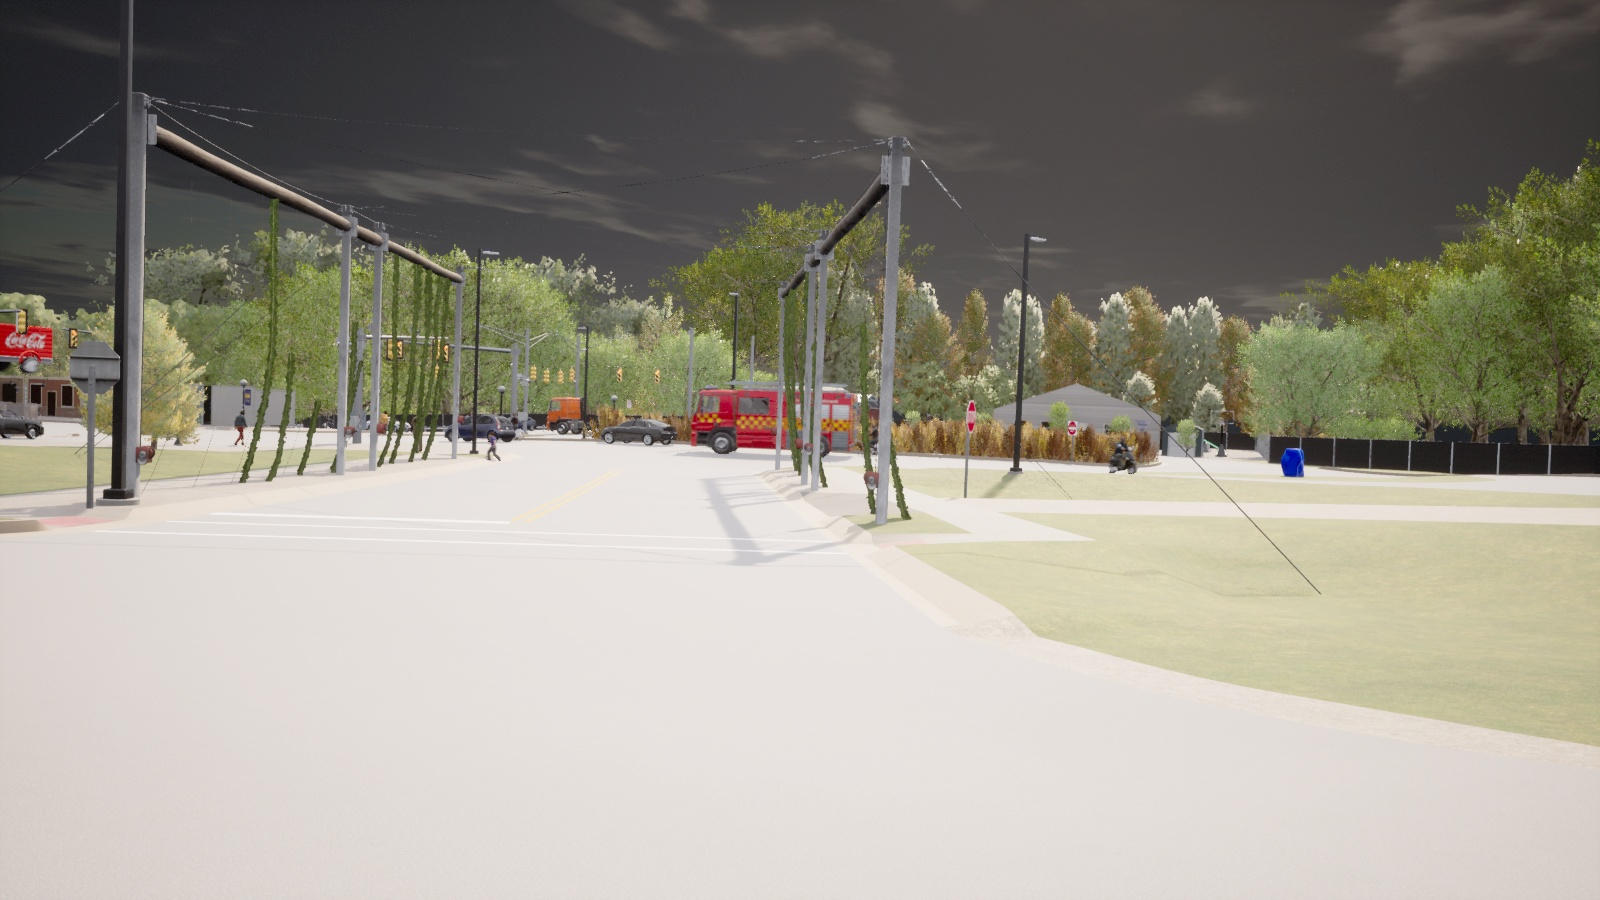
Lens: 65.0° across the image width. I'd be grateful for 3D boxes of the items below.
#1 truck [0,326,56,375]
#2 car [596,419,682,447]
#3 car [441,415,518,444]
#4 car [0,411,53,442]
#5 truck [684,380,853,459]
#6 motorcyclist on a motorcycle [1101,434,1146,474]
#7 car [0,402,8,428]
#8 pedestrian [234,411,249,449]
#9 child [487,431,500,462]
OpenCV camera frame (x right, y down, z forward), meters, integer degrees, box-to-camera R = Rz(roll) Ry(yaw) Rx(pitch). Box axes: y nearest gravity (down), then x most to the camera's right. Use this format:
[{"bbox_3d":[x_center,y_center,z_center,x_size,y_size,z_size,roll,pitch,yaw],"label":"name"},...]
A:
[{"bbox_3d":[-43.560,-5.455,67.803,2.627,2.467,5.204,5,3,21],"label":"truck"},{"bbox_3d":[-9.375,-1.016,72.963,4.892,1.490,1.837,2,3,31],"label":"car"},{"bbox_3d":[-18.553,-1.211,72.720,3.988,1.617,1.851,1,2,20],"label":"car"},{"bbox_3d":[-39.787,-1.176,61.955,2.128,1.511,4.902,2,1,16],"label":"car"},{"bbox_3d":[-1.594,-1.639,65.904,8.468,3.827,2.891,2,3,6],"label":"truck"},{"bbox_3d":[13.387,0.174,51.984,0.866,1.590,1.817,3,-2,-22],"label":"motorcyclist on a motorcycle"},{"bbox_3d":[-53.724,-2.289,80.727,5.027,1.651,2.152,2,2,21],"label":"car"},{"bbox_3d":[-27.866,-0.995,62.675,0.353,1.847,0.614,3,3,18],"label":"pedestrian"},{"bbox_3d":[-12.533,-0.147,51.324,0.437,1.263,0.270,2,2,4],"label":"child"}]
